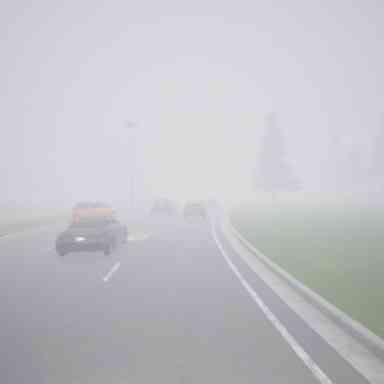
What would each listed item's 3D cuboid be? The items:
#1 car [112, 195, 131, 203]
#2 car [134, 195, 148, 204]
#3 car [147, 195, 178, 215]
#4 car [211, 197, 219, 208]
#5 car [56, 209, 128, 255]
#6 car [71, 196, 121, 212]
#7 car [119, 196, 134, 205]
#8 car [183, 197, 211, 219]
[{"bbox_3d":[-14.841,1.471,70.265,2.033,1.411,5.357,-1,0,11],"label":"car"},{"bbox_3d":[-8.914,1.425,64.270,2.097,1.767,4.553,-1,0,12],"label":"car"},{"bbox_3d":[-2.693,1.343,33.817,2.097,1.767,4.553,-1,0,6],"label":"car"},{"bbox_3d":[2.538,1.396,44.160,1.812,1.442,4.674,-1,0,11],"label":"car"},{"bbox_3d":[-3.910,1.615,13.618,1.994,1.385,4.181,-1,0,0],"label":"car"},{"bbox_3d":[-7.044,1.446,24.032,2.097,1.767,4.553,-1,0,4],"label":"car"},{"bbox_3d":[-12.400,1.477,64.673,2.097,1.767,4.553,-1,0,12],"label":"car"},{"bbox_3d":[0.311,1.433,28.803,2.128,1.511,4.902,-1,0,4],"label":"car"}]
